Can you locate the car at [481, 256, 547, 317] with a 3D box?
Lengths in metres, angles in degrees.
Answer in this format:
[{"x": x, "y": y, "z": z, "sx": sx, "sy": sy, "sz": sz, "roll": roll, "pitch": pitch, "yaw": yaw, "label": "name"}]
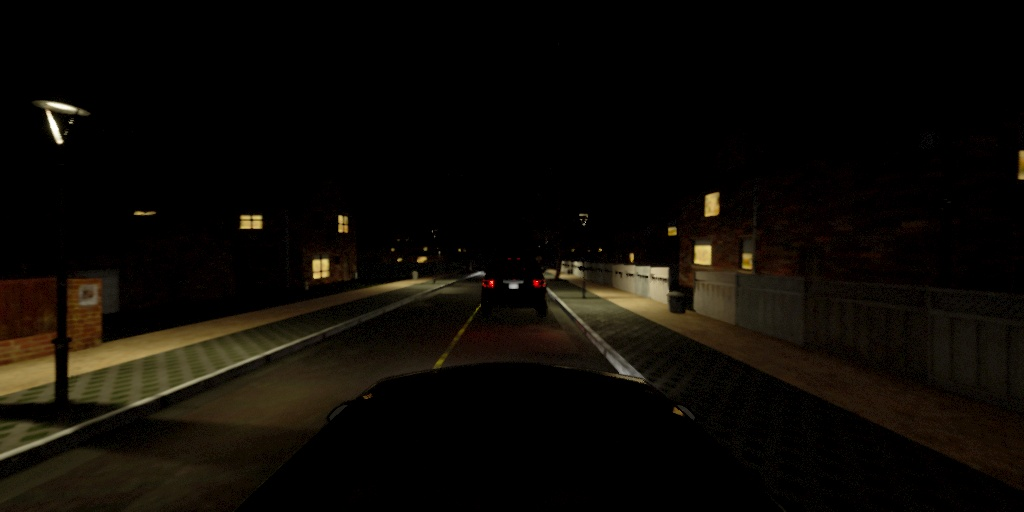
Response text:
[{"x": 0.104, "y": 1.004, "z": 13.497, "sx": 2.150, "sy": 2.045, "sz": 5.566, "roll": 0, "pitch": 0, "yaw": 1, "label": "car"}]
